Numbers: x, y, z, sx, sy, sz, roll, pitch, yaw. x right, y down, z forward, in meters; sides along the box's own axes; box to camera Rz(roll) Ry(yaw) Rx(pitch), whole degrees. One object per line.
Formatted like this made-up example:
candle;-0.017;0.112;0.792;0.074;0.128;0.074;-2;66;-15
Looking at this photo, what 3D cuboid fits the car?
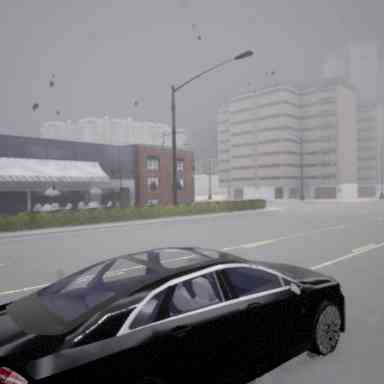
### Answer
car;0.090;1.464;4.170;4.902;1.511;2.128;-1;1;-39
